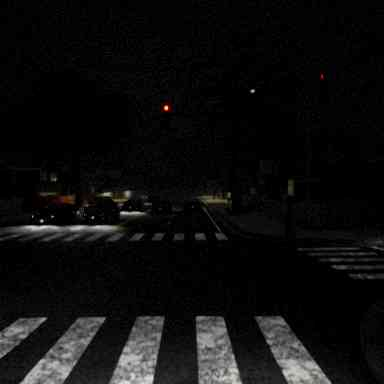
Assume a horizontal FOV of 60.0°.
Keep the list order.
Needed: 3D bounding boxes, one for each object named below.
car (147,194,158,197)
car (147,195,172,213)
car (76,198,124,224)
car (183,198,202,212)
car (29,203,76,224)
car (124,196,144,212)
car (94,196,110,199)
[{"bbox_3d":[-6.569,1.122,57.536,1.837,1.490,4.892,0,0,0],"label":"car"},{"bbox_3d":[-3.186,1.410,35.867,2.128,1.511,4.902,0,0,0],"label":"car"},{"bbox_3d":[-6.624,1.468,24.586,1.837,1.490,4.892,0,0,0],"label":"car"},{"bbox_3d":[0.065,1.385,37.124,1.882,1.535,5.008,0,1,0],"label":"car"},{"bbox_3d":[-9.876,1.510,24.505,2.033,1.411,5.357,0,0,0],"label":"car"},{"bbox_3d":[-6.637,1.468,37.459,1.994,1.385,4.181,0,1,0],"label":"car"},{"bbox_3d":[-9.883,1.269,36.016,2.097,1.767,4.553,0,0,0],"label":"car"}]
